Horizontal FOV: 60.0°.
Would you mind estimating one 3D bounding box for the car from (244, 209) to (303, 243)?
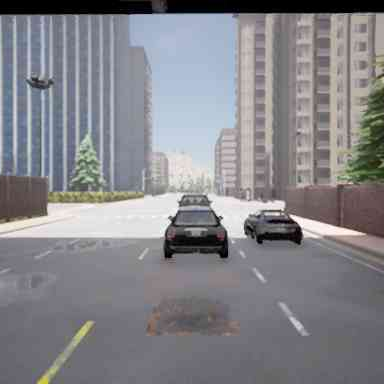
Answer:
[{"bbox_3d":[3.648,1.496,15.589,1.994,1.385,4.181,0,0,0],"label":"car"}]

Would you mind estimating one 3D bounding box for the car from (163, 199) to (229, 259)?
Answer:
[{"bbox_3d":[0.135,1.299,12.470,2.097,1.767,4.553,0,0,0],"label":"car"}]

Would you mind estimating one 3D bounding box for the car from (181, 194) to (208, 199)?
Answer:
[{"bbox_3d":[0.174,1.126,21.995,2.150,2.045,5.566,0,0,0],"label":"car"}]
